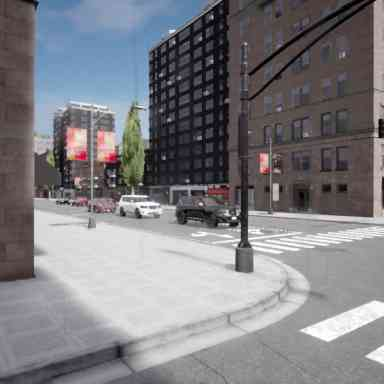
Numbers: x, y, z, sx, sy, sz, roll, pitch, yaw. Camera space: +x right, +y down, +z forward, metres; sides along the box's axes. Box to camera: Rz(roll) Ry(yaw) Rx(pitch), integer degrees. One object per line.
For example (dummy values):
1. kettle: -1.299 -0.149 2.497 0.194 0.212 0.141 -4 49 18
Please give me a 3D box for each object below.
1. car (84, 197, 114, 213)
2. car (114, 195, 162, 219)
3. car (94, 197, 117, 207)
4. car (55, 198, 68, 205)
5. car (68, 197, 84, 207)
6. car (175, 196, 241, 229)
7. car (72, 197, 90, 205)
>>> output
1. car: -10.601 1.492 38.878 2.097 1.767 4.553 0 0 -36
2. car: -4.942 1.325 31.027 2.150 2.045 5.566 0 0 -36
3. car: -14.465 1.704 55.650 2.128 1.511 4.902 0 0 -36
4. car: -25.310 1.857 65.113 1.895 1.301 4.718 0 0 -36
5. car: -18.942 1.743 56.300 1.812 1.442 4.674 0 0 -36
6. car: 0.989 1.286 22.808 2.150 2.045 5.566 0 0 -36
7. car: -22.136 1.749 66.269 2.128 1.511 4.902 0 0 -36
